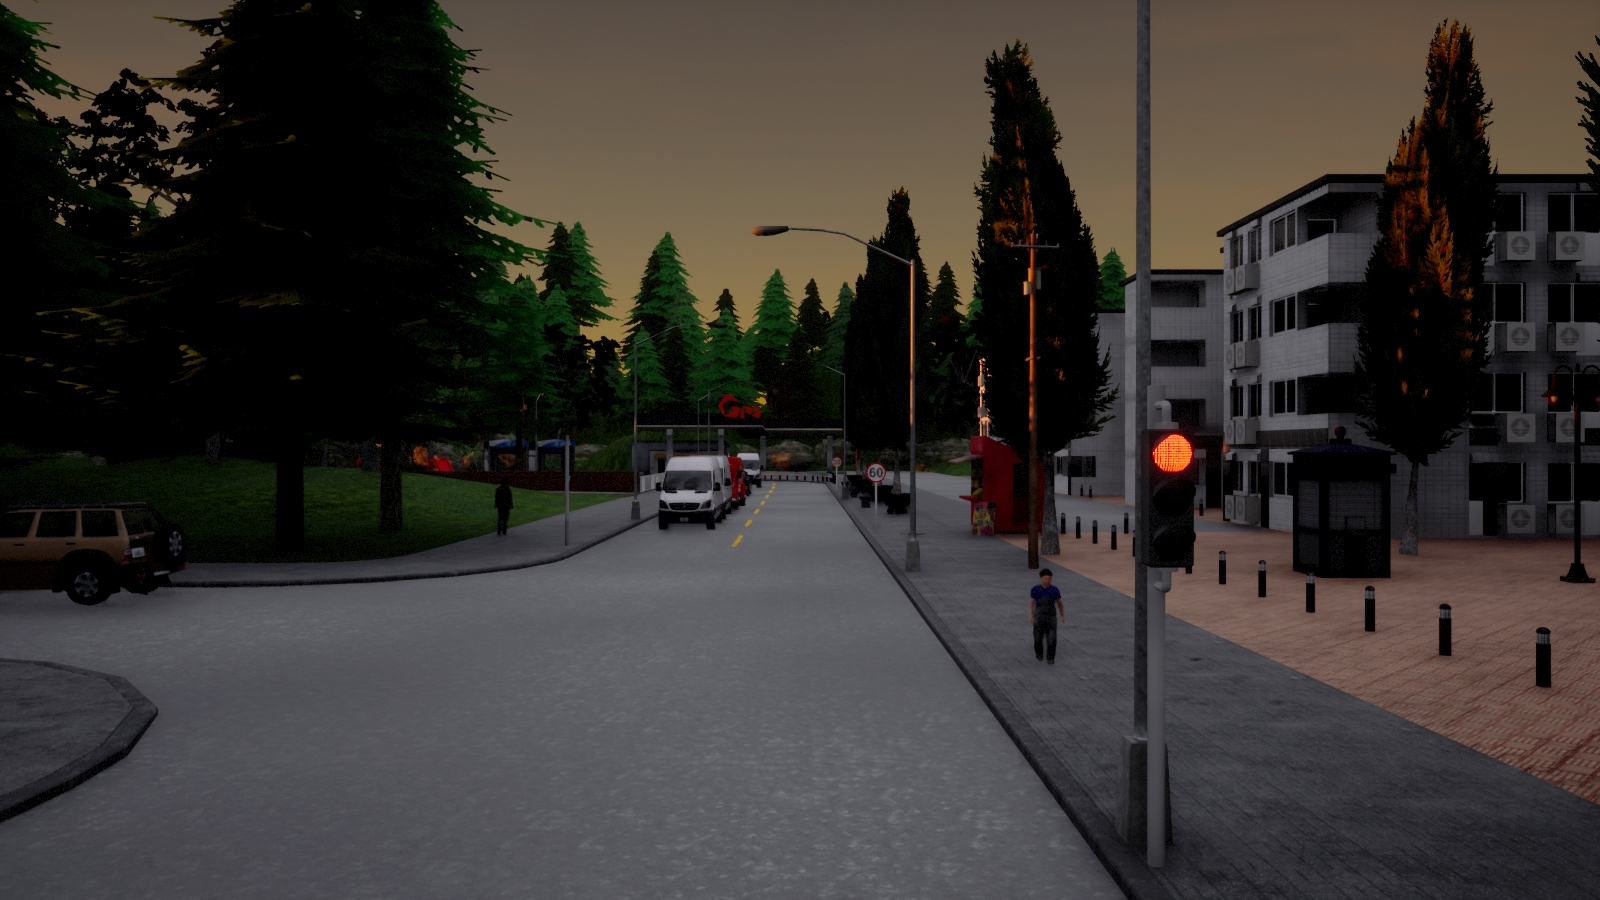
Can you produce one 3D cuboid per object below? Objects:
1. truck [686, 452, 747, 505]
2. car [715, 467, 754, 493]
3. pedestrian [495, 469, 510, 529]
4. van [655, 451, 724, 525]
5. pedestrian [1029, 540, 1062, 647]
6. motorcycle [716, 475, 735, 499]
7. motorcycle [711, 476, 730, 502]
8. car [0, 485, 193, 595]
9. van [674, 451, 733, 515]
[{"bbox_3d":[-3.995,1.339,55.631,2.627,2.467,5.204,0,0,0],"label":"truck"},{"bbox_3d":[-3.975,1.816,70.543,2.128,1.511,4.902,0,0,0],"label":"car"},{"bbox_3d":[-9.290,1.519,35.710,0.375,1.860,0.375,0,0,1],"label":"pedestrian"},{"bbox_3d":[-4.013,1.307,42.390,1.988,2.561,5.915,0,0,0],"label":"van"},{"bbox_3d":[3.097,1.802,14.429,0.375,1.300,0.375,0,0,5],"label":"pedestrian"},{"bbox_3d":[-3.988,1.975,61.268,0.867,1.251,2.209,0,0,0],"label":"motorcycle"},{"bbox_3d":[-3.975,1.953,57.177,0.856,1.236,1.805,0,0,0],"label":"motorcycle"},{"bbox_3d":[-14.062,1.636,21.141,4.605,1.855,1.932,-1,0,0],"label":"car"},{"bbox_3d":[-4.007,1.306,48.327,1.988,2.561,5.915,0,0,0],"label":"van"}]
